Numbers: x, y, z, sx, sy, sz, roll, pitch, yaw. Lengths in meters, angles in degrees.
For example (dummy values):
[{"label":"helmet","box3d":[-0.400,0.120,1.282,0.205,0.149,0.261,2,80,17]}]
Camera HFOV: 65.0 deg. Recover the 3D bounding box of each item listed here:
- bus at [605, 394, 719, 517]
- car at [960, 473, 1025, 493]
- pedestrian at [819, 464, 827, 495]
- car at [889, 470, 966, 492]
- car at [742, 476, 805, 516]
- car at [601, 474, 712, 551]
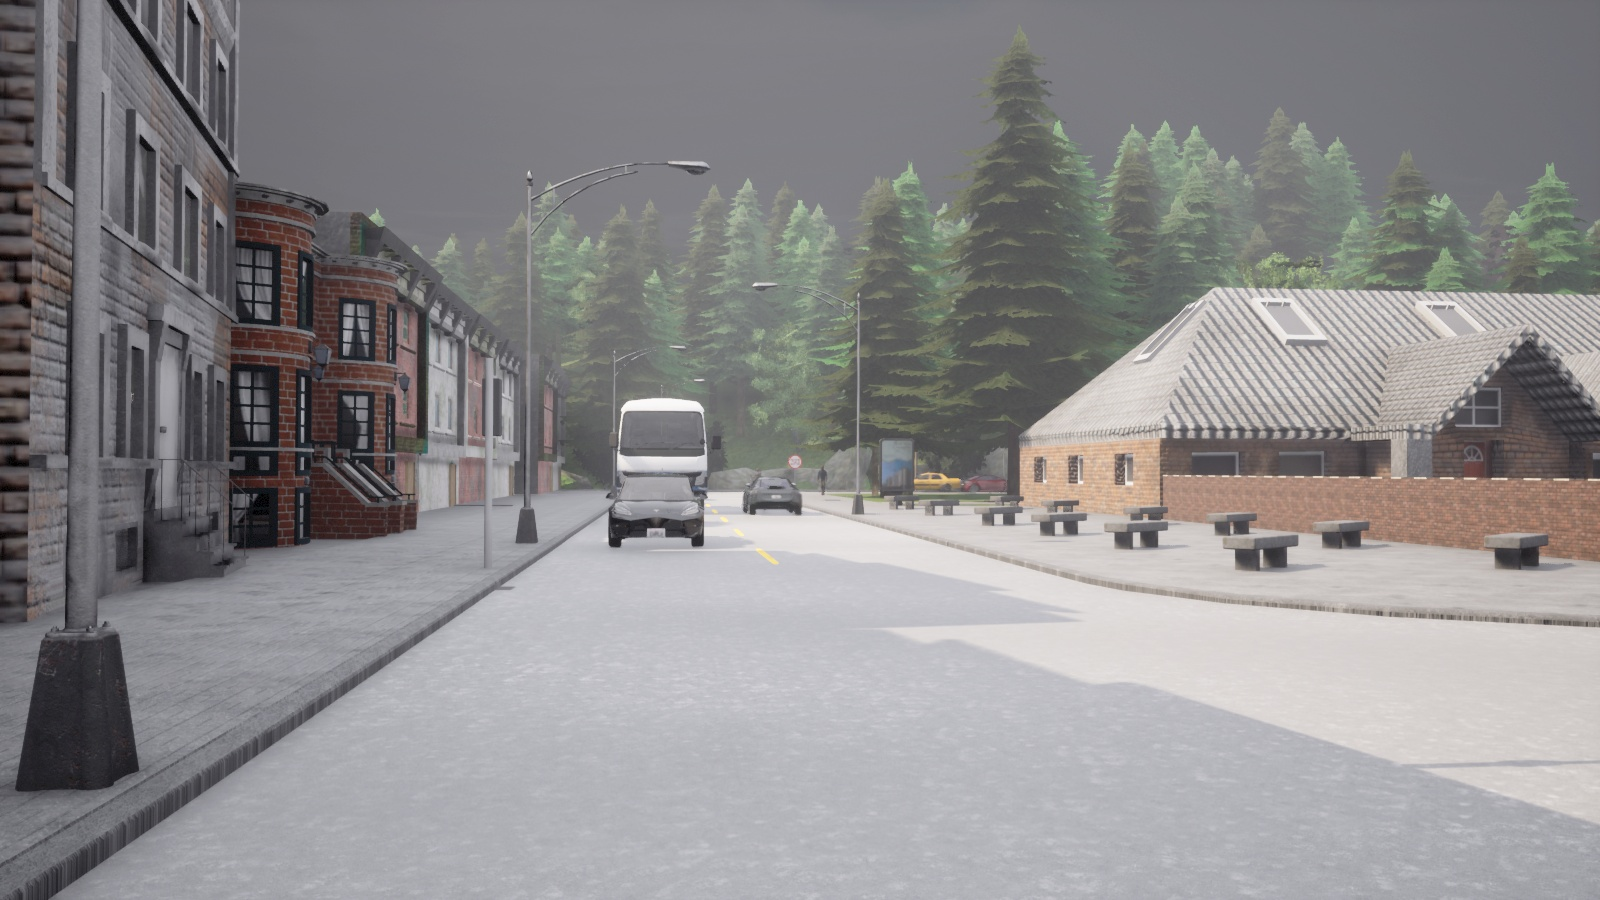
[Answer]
[{"label":"bus","box3d":[-5.334,0.279,48.933,3.944,4.253,10.273,0,-1,-6]},{"label":"car","box3d":[13.639,2.320,89.303,4.181,1.385,1.994,0,-1,-6]},{"label":"pedestrian","box3d":[1.372,1.769,74.633,0.370,1.835,0.726,0,-1,-5]},{"label":"car","box3d":[9.393,2.272,92.865,5.366,1.575,1.801,0,-1,-6]},{"label":"car","box3d":[-1.040,1.658,46.309,1.994,1.385,4.181,0,-1,-6]},{"label":"car","box3d":[-3.082,1.282,27.195,2.163,1.488,4.792,0,-1,-6]}]
